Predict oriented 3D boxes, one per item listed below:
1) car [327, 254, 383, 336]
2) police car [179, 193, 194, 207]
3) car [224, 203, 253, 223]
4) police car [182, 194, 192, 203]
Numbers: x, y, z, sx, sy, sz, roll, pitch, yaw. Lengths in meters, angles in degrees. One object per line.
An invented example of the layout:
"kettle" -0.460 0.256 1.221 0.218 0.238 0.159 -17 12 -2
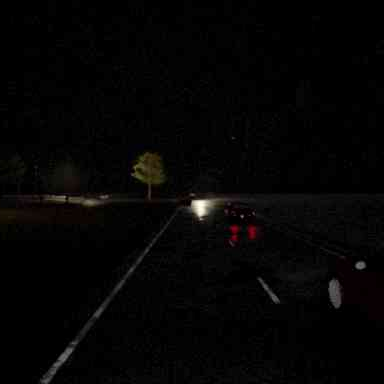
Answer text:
"car" 3.602 1.481 4.601 1.882 1.535 5.008 0 0 0
"police car" -1.037 1.384 51.285 1.930 1.638 5.238 0 0 0
"car" 3.620 1.565 26.216 1.812 1.442 4.674 0 0 0
"police car" -1.034 1.288 67.285 1.930 1.638 5.238 0 0 0
